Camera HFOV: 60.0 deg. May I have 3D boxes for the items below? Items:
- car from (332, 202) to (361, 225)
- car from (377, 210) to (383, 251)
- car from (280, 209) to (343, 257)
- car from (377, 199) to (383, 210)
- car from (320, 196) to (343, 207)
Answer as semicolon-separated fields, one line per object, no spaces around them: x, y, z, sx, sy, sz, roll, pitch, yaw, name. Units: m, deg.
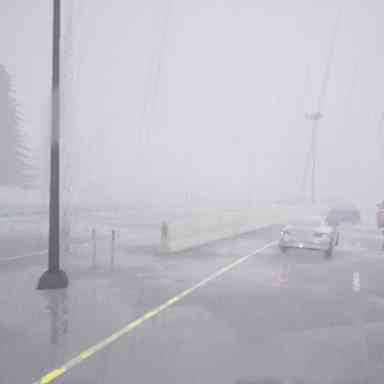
12.283;1.720;26.650;1.882;1.535;5.008;0;0;33;car
7.842;1.623;11.735;2.128;1.511;4.902;0;0;28;car
4.898;1.635;13.648;1.812;1.442;4.674;0;0;28;car
14.379;1.473;23.447;2.150;2.045;5.566;0;0;32;car
26.301;1.771;62.585;2.150;2.045;5.566;0;0;43;car
